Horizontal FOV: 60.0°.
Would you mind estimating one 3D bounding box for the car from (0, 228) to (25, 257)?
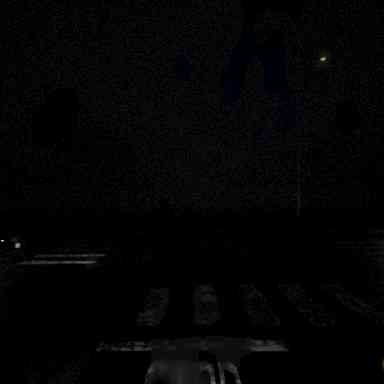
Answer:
[{"bbox_3d":[-8.336,1.579,11.272,4.902,1.511,2.128,-1,0,1],"label":"car"}]

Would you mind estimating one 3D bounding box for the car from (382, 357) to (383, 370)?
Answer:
[{"bbox_3d":[2.639,1.526,1.206,1.752,1.417,4.829,0,0,0],"label":"car"}]
